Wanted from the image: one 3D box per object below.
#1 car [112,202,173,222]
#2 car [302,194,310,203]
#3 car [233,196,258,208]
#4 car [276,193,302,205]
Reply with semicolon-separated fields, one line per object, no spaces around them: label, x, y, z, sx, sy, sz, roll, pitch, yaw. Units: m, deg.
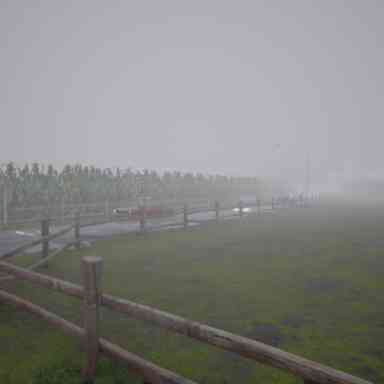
car;-3.521;1.378;24.143;1.895;1.301;4.718;1;1;33
car;17.747;1.002;53.741;1.895;1.301;4.718;1;1;29
car;6.577;1.139;40.078;1.994;1.385;4.181;1;1;31
car;12.951;0.866;45.178;2.097;1.767;4.553;1;1;30
